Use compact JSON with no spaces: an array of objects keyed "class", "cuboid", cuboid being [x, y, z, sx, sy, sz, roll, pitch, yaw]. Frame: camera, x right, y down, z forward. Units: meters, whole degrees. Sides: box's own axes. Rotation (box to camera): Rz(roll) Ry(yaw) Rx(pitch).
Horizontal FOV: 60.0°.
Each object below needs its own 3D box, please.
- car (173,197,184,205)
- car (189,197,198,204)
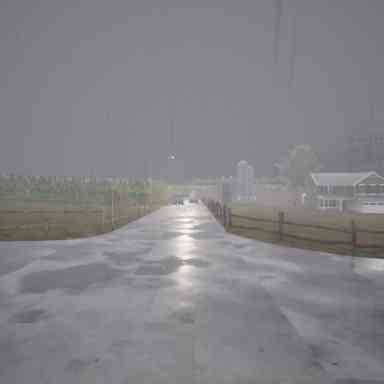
[{"class":"car","cuboid":[-2.419,1.643,59.654,2.033,1.411,5.357,0,0,0]},{"class":"car","cuboid":[0.366,1.650,65.862,2.033,1.411,5.357,0,0,0]}]
